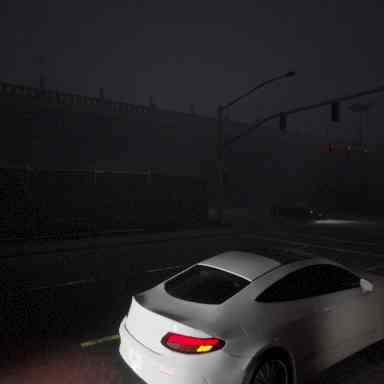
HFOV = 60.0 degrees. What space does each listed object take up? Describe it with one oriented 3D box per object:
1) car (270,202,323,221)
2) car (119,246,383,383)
[{"bbox_3d":[8.778,1.578,28.264,1.812,1.442,4.674,0,0,-38],"label":"car"},{"bbox_3d":[1.312,1.526,4.720,4.674,1.442,1.812,0,0,-35],"label":"car"}]
